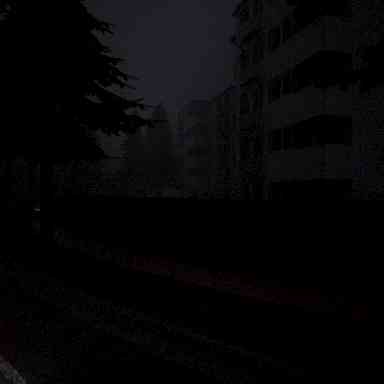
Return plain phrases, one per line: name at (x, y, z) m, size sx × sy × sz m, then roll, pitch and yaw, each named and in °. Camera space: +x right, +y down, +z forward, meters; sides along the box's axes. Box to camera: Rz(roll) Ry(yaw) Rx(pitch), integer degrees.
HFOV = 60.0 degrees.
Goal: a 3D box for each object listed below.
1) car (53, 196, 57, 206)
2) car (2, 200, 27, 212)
car at (-19.145, 1.352, 49.160) m, size 2.097 × 1.767 × 4.553 m, roll 0°, pitch 0°, yaw 16°
car at (-20.175, 1.564, 38.800) m, size 1.994 × 1.385 × 4.181 m, roll 0°, pitch 0°, yaw 2°
